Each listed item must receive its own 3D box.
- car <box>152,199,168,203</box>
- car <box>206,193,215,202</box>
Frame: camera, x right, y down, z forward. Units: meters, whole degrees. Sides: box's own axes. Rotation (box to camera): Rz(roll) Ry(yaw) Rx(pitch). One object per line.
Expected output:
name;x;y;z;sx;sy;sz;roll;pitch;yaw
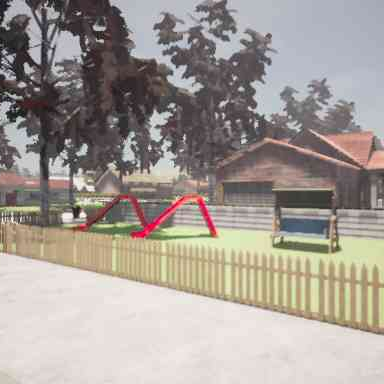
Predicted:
car;-4.977;1.566;44.052;1.994;1.385;4.181;0;0;36
car;4.703;1.033;57.480;2.150;2.045;5.566;0;0;35
